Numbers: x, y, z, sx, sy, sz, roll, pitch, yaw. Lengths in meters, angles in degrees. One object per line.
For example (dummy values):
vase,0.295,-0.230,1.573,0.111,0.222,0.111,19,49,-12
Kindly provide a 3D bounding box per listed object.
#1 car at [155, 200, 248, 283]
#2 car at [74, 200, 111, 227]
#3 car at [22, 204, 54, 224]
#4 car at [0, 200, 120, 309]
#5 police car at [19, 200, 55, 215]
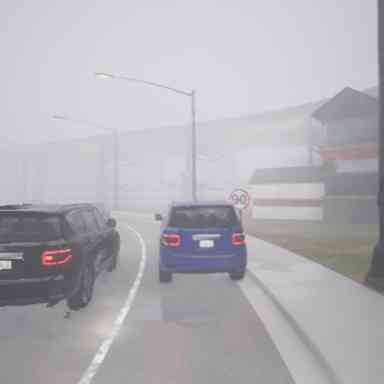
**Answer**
car,0.083,1.259,10.077,2.150,2.045,5.566,-1,0,-5
car,-7.768,1.535,25.729,2.097,1.767,4.553,-1,0,-24
car,-13.296,1.816,28.535,1.994,1.385,4.181,0,0,-32
car,-3.215,1.287,8.073,2.150,2.045,5.566,0,0,-3
police car,-18.666,1.778,39.918,5.238,1.638,1.930,-1,-1,42
